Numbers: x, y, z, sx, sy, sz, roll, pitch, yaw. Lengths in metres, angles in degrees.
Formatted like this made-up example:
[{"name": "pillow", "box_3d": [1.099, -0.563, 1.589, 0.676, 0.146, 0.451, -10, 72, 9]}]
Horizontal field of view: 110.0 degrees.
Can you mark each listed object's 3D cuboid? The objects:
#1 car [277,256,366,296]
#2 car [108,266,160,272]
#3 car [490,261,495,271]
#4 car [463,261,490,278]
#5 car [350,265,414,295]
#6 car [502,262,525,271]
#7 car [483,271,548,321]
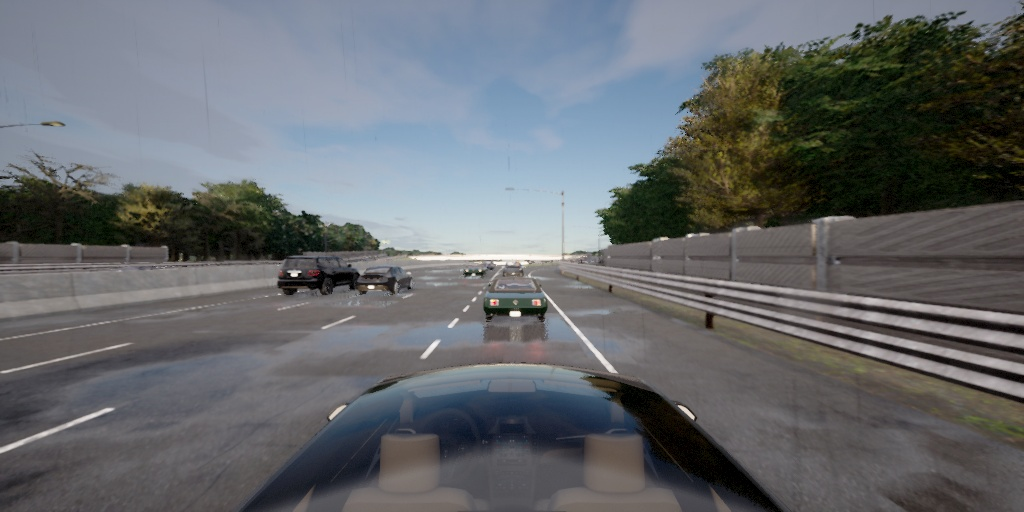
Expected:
[{"name": "car", "box_3d": [-10.402, 0.994, 19.805, 2.150, 2.045, 5.566, 0, 0, 0]}, {"name": "car", "box_3d": [-24.563, 1.341, 23.189, 1.994, 1.385, 4.181, 0, 0, 0]}, {"name": "car", "box_3d": [-3.505, 1.361, 52.164, 2.033, 1.411, 5.357, 0, 0, 0]}, {"name": "car", "box_3d": [-3.504, 1.391, 34.944, 1.895, 1.301, 4.718, 0, 0, 0]}, {"name": "car", "box_3d": [-6.902, 1.277, 19.973, 1.837, 1.490, 4.892, 0, 0, 0]}, {"name": "car", "box_3d": [0.127, 1.279, 32.390, 2.128, 1.511, 4.902, 0, 0, 1]}, {"name": "car", "box_3d": [0.099, 1.364, 12.449, 1.895, 1.301, 4.718, 0, 0, 0]}]
